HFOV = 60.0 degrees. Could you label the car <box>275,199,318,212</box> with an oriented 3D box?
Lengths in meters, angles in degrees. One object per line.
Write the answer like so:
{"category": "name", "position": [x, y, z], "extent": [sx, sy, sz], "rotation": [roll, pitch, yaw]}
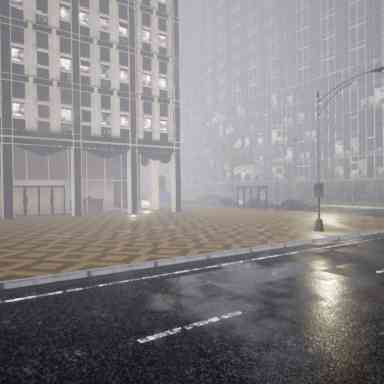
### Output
{"category": "car", "position": [11.593, 1.421, 35.842], "extent": [1.947, 1.339, 4.313], "rotation": [-1, 1, -34]}

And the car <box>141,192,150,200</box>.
{"category": "car", "position": [-10.821, 1.037, 68.712], "extent": [2.008, 1.369, 4.403], "rotation": [0, 1, -34]}

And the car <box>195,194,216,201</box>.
{"category": "car", "position": [2.522, 1.040, 64.083], "extent": [1.802, 1.307, 4.206], "rotation": [-1, 1, -34]}

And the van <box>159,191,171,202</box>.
{"category": "van", "position": [-4.386, 0.934, 59.339], "extent": [1.690, 1.788, 3.998], "rotation": [0, 1, -34]}

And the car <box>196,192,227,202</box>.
{"category": "car", "position": [3.351, 1.039, 58.286], "extent": [2.128, 1.511, 4.902], "rotation": [-1, 1, -34]}

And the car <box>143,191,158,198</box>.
{"category": "car", "position": [-10.348, 0.682, 82.823], "extent": [1.967, 1.590, 4.097], "rotation": [0, 1, -34]}

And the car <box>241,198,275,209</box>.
{"category": "car", "position": [8.390, 1.385, 40.539], "extent": [1.802, 1.307, 4.206], "rotation": [-1, 1, -34]}

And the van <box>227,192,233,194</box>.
{"category": "van", "position": [5.739, 0.852, 59.395], "extent": [1.690, 1.788, 3.998], "rotation": [-1, 1, -34]}

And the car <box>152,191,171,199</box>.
{"category": "car", "position": [-7.130, 0.611, 78.136], "extent": [2.192, 1.841, 5.009], "rotation": [0, 1, -34]}

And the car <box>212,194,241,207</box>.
{"category": "car", "position": [5.221, 1.316, 45.257], "extent": [1.947, 1.339, 4.313], "rotation": [-1, 1, -34]}

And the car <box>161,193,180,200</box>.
{"category": "car", "position": [-4.593, 0.922, 69.853], "extent": [1.837, 1.490, 4.892], "rotation": [-1, 1, -34]}
